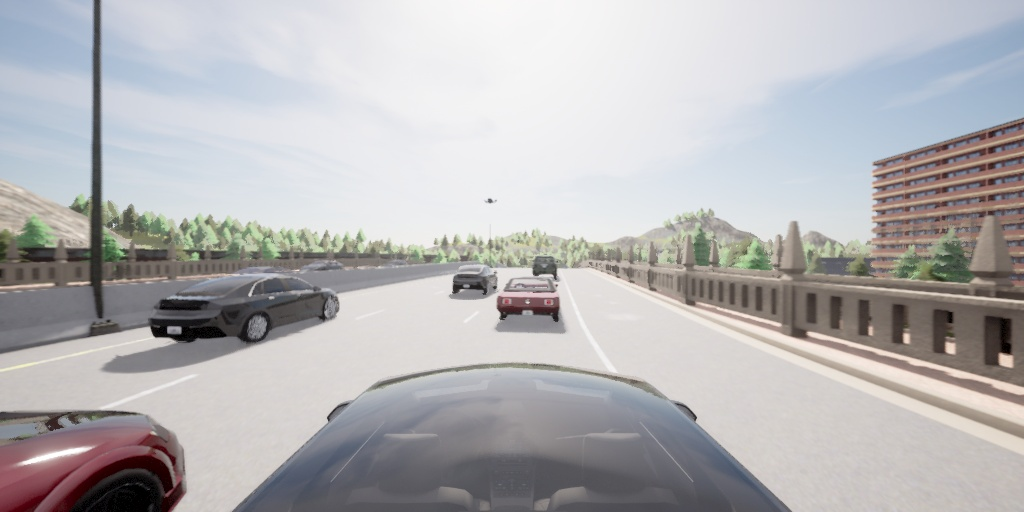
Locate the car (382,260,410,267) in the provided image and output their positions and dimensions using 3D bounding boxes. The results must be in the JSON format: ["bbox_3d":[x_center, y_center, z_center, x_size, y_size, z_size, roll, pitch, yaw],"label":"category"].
[{"bbox_3d":[-13.580,1.254,42.073,1.837,1.490,4.892,0,0,7],"label":"car"}]

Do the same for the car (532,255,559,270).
[{"bbox_3d":[3.013,0.968,32.574,2.150,2.045,5.566,0,0,7],"label":"car"}]

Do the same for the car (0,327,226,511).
[{"bbox_3d":[-3.331,1.304,0.854,1.994,1.385,4.181,0,0,-1],"label":"car"}]

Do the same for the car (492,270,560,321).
[{"bbox_3d":[0.684,1.349,12.543,1.895,1.301,4.718,0,0,6],"label":"car"}]

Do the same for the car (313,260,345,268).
[{"bbox_3d":[-18.039,1.171,34.321,2.128,1.511,4.902,0,0,7],"label":"car"}]

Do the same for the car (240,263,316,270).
[{"bbox_3d":[-12.919,1.249,18.385,2.033,1.411,5.357,0,0,7],"label":"car"}]

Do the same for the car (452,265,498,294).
[{"bbox_3d":[-1.976,1.241,20.054,1.837,1.490,4.892,0,0,6],"label":"car"}]

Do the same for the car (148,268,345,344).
[{"bbox_3d":[-6.555,1.231,9.557,1.837,1.490,4.892,0,0,4],"label":"car"}]
